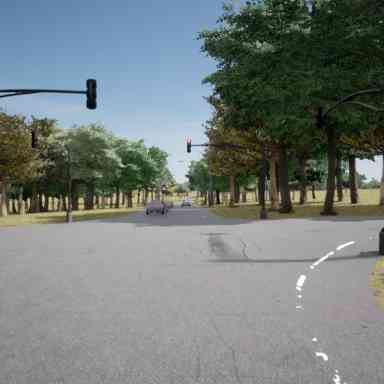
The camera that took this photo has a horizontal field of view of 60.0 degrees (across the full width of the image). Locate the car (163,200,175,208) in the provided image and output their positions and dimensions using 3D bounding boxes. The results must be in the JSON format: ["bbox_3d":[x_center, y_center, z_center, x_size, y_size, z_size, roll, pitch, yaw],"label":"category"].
[{"bbox_3d":[-4.707,2.455,68.225,2.128,1.511,4.902,0,-2,-1],"label":"car"}]

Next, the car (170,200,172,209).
[{"bbox_3d":[-4.336,2.143,48.410,1.895,1.301,4.718,0,-1,-1],"label":"car"}]

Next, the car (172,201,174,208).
[{"bbox_3d":[-4.554,2.272,58.215,2.033,1.411,5.357,0,-1,-1],"label":"car"}]

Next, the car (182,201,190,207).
[{"bbox_3d":[-1.474,2.898,80.621,1.994,1.385,4.181,0,-2,-1],"label":"car"}]

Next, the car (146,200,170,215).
[{"bbox_3d":[-4.172,1.738,39.408,2.097,1.767,4.553,0,-1,0],"label":"car"}]
